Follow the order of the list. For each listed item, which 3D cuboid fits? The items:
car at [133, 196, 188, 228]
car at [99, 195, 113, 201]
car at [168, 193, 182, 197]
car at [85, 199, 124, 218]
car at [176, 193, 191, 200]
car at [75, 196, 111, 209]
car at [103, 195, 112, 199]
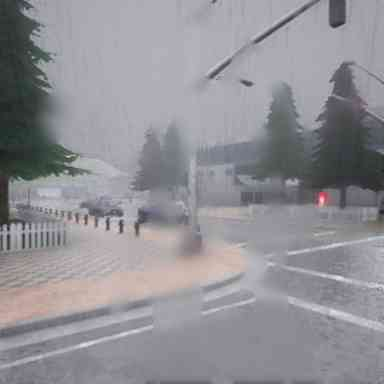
[{"bbox_3d":[-1.868,1.383,22.667,2.097,1.767,4.553,0,0,-37],"label":"car"},{"bbox_3d":[-21.413,1.442,82.486,1.970,1.475,3.806,0,0,-37],"label":"car"},{"bbox_3d":[-4.382,1.176,85.734,1.932,1.855,4.605,0,0,-37],"label":"car"},{"bbox_3d":[-7.916,1.595,30.652,1.994,1.385,4.181,0,0,-37],"label":"car"},{"bbox_3d":[-2.297,1.159,87.800,1.905,1.878,3.866,0,0,-37],"label":"car"},{"bbox_3d":[-13.004,1.583,43.448,2.033,1.411,5.357,0,0,-37],"label":"car"},{"bbox_3d":[-19.375,1.428,74.753,1.845,1.501,3.633,0,0,-37],"label":"car"}]
